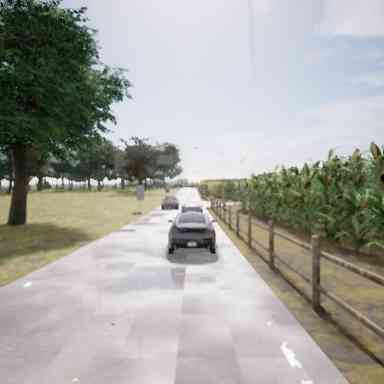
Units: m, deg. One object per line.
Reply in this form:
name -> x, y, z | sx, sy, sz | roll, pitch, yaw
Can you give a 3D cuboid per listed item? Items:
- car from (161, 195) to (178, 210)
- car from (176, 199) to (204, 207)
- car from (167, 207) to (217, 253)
car -> -2.747, 1.261, 42.645 | 2.097, 1.767, 4.553 | 0, 1, 0
car -> 0.006, 1.570, 29.288 | 2.128, 1.511, 4.902 | 0, 1, 0
car -> 0.005, 1.616, 14.301 | 1.837, 1.490, 4.892 | 0, 0, 0
